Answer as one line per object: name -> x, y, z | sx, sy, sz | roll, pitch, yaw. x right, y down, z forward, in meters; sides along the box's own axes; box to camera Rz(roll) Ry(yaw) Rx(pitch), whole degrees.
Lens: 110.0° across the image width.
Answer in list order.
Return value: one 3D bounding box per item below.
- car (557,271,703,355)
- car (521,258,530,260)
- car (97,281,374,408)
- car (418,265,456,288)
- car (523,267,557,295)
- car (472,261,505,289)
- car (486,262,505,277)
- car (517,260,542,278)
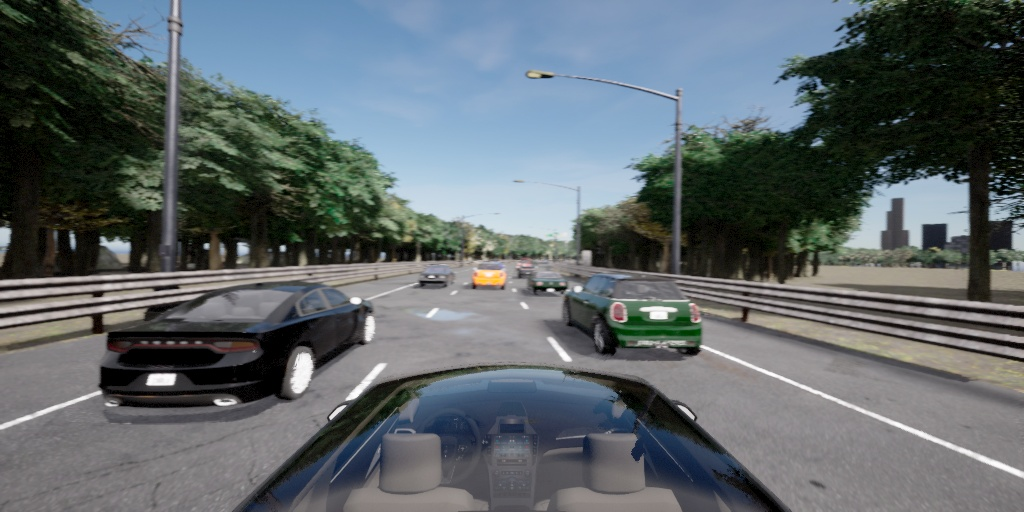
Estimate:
car -> 2.735, 1.211, 9.205 | 2.097, 1.767, 4.553 | 1, 0, -4
car -> 1.907, 1.504, 56.648 | 2.097, 1.767, 4.553 | 1, 0, 2
car -> -3.941, 1.177, 6.288 | 1.882, 1.535, 5.008 | 1, 0, -5
car -> -5.063, 1.350, 24.705 | 2.033, 1.411, 5.357 | 1, 0, -2
car -> 1.969, 1.529, 21.250 | 1.895, 1.301, 4.718 | 1, 0, -3
car -> -1.529, 1.227, 24.426 | 2.097, 1.767, 4.553 | 1, 0, -3
car -> -1.820, 1.454, 41.275 | 1.882, 1.535, 5.008 | 1, 0, 0
car -> 1.561, 1.515, 37.414 | 2.128, 1.511, 4.902 | 1, 0, 0
